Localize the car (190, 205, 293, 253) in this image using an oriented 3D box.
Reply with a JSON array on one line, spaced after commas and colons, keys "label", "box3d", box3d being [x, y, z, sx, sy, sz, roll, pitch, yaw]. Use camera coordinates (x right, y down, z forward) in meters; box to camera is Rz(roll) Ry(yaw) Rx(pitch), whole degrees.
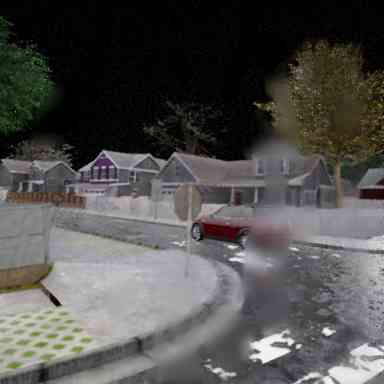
[{"label": "car", "box3d": [1.883, 1.321, 13.932, 2.097, 1.767, 4.553, 4, -2, -37]}]
